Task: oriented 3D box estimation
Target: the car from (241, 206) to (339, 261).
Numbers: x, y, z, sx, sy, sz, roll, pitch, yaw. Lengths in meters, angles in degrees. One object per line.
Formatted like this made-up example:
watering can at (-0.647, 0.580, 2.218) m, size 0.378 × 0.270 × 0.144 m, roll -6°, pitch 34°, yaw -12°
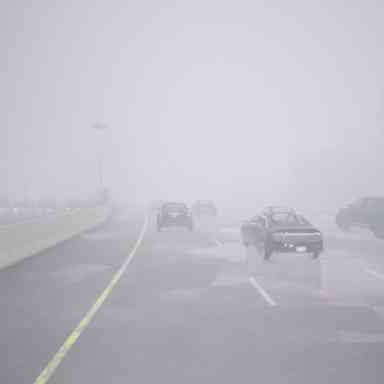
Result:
car at (3.093, 1.486, 12.300) m, size 2.128 × 1.511 × 4.902 m, roll 0°, pitch 0°, yaw -4°

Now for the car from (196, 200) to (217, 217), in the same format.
car at (1.036, 1.490, 30.904) m, size 2.128 × 1.511 × 4.902 m, roll 0°, pitch 0°, yaw -9°

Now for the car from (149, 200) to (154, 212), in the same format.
car at (-3.968, 1.557, 39.211) m, size 2.033 × 1.411 × 5.357 m, roll 0°, pitch 0°, yaw -12°

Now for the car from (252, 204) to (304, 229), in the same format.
car at (5.699, 1.590, 22.663) m, size 1.895 × 1.301 × 4.718 m, roll 0°, pitch 0°, yaw -6°

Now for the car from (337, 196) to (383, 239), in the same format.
car at (9.746, 1.202, 17.322) m, size 2.150 × 2.045 × 5.566 m, roll 0°, pitch 0°, yaw -5°

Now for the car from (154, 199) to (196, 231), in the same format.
car at (-1.177, 1.355, 20.935) m, size 2.097 × 1.767 × 4.553 m, roll 0°, pitch 0°, yaw -6°
